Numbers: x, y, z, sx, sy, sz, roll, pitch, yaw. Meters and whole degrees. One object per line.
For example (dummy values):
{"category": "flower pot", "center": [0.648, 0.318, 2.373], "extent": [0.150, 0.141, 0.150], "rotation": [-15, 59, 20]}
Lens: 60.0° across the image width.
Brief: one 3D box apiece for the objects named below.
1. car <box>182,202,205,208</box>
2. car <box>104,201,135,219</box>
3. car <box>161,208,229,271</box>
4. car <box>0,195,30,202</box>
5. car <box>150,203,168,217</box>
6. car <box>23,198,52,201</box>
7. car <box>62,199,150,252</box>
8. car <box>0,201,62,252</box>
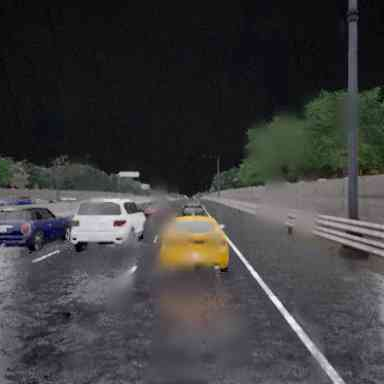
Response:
{"category": "car", "center": [0.114, 1.651, 30.655], "extent": [2.128, 1.511, 4.902], "rotation": [0, 0, 0]}
{"category": "car", "center": [-6.883, 1.644, 32.242], "extent": [1.882, 1.535, 5.008], "rotation": [0, 0, 0]}
{"category": "car", "center": [0.091, 1.536, 11.113], "extent": [1.882, 1.535, 5.008], "rotation": [0, 0, 0]}
{"category": "car", "center": [-21.062, 1.422, 39.381], "extent": [2.150, 2.045, 5.566], "rotation": [0, 0, 0]}
{"category": "car", "center": [-3.385, 1.727, 31.379], "extent": [1.994, 1.385, 4.181], "rotation": [0, 0, 0]}
{"category": "car", "center": [-17.565, 1.706, 39.369], "extent": [1.837, 1.490, 4.892], "rotation": [0, 0, 0]}
{"category": "car", "center": [-3.397, 1.298, 14.470], "extent": [2.150, 2.045, 5.566], "rotation": [0, 0, 0]}
{"category": "car", "center": [-6.901, 1.427, 14.325], "extent": [2.097, 1.767, 4.553], "rotation": [0, 0, 0]}
